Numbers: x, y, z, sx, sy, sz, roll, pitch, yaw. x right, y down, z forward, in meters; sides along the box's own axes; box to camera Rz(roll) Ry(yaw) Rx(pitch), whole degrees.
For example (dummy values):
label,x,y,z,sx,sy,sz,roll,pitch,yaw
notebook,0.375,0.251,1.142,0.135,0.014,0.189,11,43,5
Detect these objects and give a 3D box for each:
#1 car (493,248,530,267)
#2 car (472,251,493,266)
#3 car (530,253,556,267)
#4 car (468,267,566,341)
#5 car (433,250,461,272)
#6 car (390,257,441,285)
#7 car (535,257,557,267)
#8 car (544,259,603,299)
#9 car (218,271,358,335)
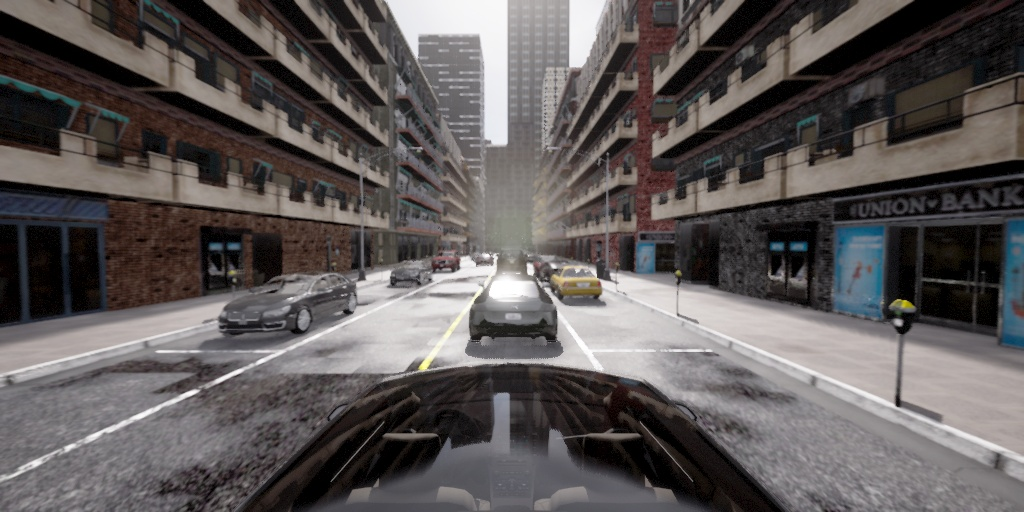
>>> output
label,x,y,z,sx,sy,sz,roll,pitch,yaw
car,-0.014,0.441,27.043,2.150,2.045,5.566,0,1,0
car,-3.251,0.454,43.018,1.994,1.385,4.181,0,1,0
car,2.591,0.670,26.614,1.967,1.591,4.097,0,0,0
car,0.039,1.155,9.316,1.994,1.385,4.181,0,1,0
car,-5.812,0.430,32.210,2.192,1.841,5.009,0,0,0
car,-5.768,0.899,21.009,2.007,1.370,4.403,0,0,0
car,2.613,0.912,21.013,1.948,1.339,4.313,0,0,0
car,2.634,0.989,15.582,1.751,1.417,4.829,0,0,0
car,-5.724,1.132,9.807,2.007,1.370,4.403,0,0,0
